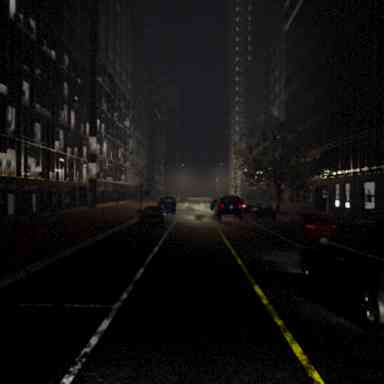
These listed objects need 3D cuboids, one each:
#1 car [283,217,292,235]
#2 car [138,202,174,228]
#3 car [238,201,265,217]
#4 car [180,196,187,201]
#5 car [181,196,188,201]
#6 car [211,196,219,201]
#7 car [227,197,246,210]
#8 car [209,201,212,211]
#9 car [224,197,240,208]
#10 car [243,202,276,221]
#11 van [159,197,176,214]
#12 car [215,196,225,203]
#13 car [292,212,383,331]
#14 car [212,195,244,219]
[{"bbox_3d":[5.789,1.656,16.577,1.802,1.307,4.206,0,0,0],"label":"car"},{"bbox_3d":[-2.552,1.585,22.330,2.008,1.369,4.403,0,0,0],"label":"car"},{"bbox_3d":[5.906,1.653,33.654,2.008,1.369,4.403,0,0,0],"label":"car"},{"bbox_3d":[-2.125,1.618,84.948,1.887,1.381,4.507,1,0,0],"label":"car"},{"bbox_3d":[-2.086,1.653,90.642,1.802,1.307,4.206,1,0,0],"label":"car"},{"bbox_3d":[6.294,1.689,90.577,1.947,1.339,4.313,1,0,0],"label":"car"},{"bbox_3d":[5.984,1.552,45.039,1.967,1.590,4.097,0,0,0],"label":"car"},{"bbox_3d":[3.289,1.601,43.140,1.837,1.490,4.892,0,0,1],"label":"car"},{"bbox_3d":[6.023,1.557,50.731,1.967,1.590,4.097,0,0,0],"label":"car"},{"bbox_3d":[5.867,1.646,27.962,2.008,1.369,4.403,0,0,0],"label":"car"},{"bbox_3d":[-2.473,1.392,33.715,1.690,1.788,3.998,0,0,0],"label":"van"},{"bbox_3d":[6.178,1.672,73.501,1.887,1.381,4.507,0,0,0],"label":"car"},{"bbox_3d":[3.935,1.392,7.118,2.097,1.767,4.553,0,0,0],"label":"car"},{"bbox_3d":[3.216,1.305,29.734,2.150,2.045,5.566,0,0,1],"label":"car"}]
